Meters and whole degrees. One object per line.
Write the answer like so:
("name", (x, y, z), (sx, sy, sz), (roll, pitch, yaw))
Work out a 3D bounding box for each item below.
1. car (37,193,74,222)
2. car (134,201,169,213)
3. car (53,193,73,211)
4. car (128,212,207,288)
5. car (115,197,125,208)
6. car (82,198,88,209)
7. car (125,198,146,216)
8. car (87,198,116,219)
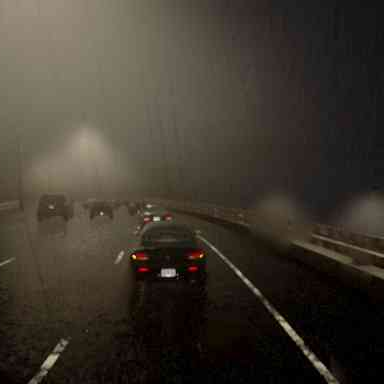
("car", (-10.760, 1.171, 26.486), (2.150, 2.045, 5.566), (0, 0, -14))
("car", (-2.336, 1.500, 20.684), (2.033, 1.411, 5.357), (0, 0, -11))
("car", (-16.382, 1.142, 42.175), (2.150, 2.045, 5.566), (0, 1, -24))
("car", (-0.678, 1.504, 9.162), (1.812, 1.442, 4.674), (0, 0, -5))
("car", (-9.594, 1.411, 44.016), (1.837, 1.490, 4.892), (0, 1, -23))
("car", (-13.209, 1.474, 43.531), (1.994, 1.385, 4.181), (0, 0, -24))
("car", (-5.016, 1.455, 31.683), (1.812, 1.442, 4.674), (0, 0, -17))
("car", (-7.844, 1.445, 28.873), (1.837, 1.490, 4.892), (0, 0, -16))
